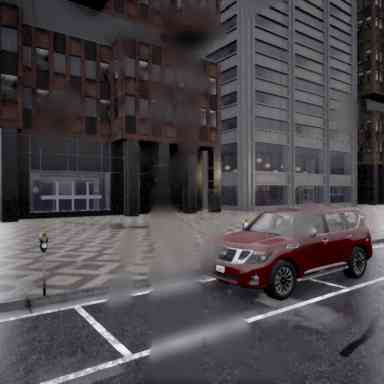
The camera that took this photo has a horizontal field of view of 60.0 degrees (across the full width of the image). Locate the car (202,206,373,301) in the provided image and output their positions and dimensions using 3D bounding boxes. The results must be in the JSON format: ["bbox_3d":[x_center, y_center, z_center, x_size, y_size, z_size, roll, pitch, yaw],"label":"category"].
[{"bbox_3d":[2.651,1.314,8.540,5.009,1.841,2.192,0,0,-35],"label":"car"}]
